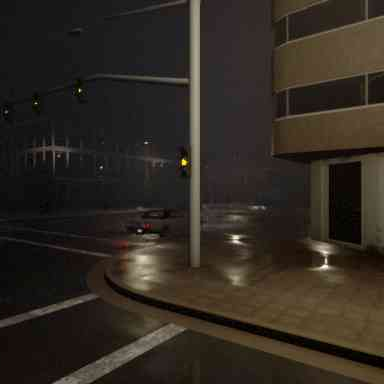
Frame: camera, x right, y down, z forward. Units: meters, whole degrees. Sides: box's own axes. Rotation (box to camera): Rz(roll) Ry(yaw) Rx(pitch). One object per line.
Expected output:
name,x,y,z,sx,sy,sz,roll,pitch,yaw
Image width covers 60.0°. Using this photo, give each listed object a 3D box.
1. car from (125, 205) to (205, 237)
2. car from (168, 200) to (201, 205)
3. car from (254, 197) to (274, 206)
car,-1.254,1.599,18.035,1.895,1.301,4.718,0,0,36
car,-1.001,1.545,36.317,2.033,1.411,5.357,0,0,36
car,11.647,1.563,53.423,1.994,1.385,4.181,0,0,36
